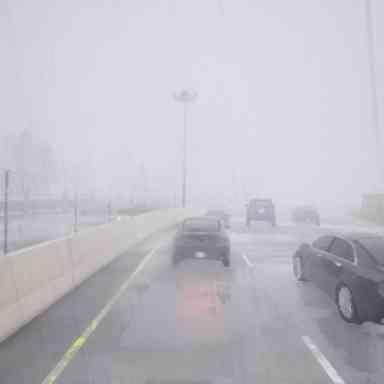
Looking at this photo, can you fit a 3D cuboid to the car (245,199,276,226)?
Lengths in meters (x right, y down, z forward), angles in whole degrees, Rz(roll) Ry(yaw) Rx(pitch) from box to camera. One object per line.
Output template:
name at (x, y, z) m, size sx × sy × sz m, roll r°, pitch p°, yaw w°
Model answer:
car at (5.399, 1.531, 26.334) m, size 2.150 × 2.045 × 5.566 m, roll 0°, pitch -1°, yaw 10°

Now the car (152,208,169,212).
car at (-3.562, 1.804, 35.063) m, size 1.837 × 1.490 × 4.892 m, roll 0°, pitch -1°, yaw 15°

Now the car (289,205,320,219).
car at (9.158, 1.862, 27.143) m, size 1.837 × 1.490 × 4.892 m, roll 0°, pitch 0°, yaw 11°

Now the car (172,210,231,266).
car at (0.351, 1.625, 12.171) m, size 1.837 × 1.490 × 4.892 m, roll 1°, pitch -1°, yaw 2°

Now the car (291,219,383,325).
car at (3.682, 1.617, 7.314) m, size 1.837 × 1.490 × 4.892 m, roll 1°, pitch 0°, yaw 1°

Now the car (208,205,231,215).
car at (2.241, 1.819, 28.225) m, size 1.812 × 1.442 × 4.674 m, roll 0°, pitch -1°, yaw 11°
